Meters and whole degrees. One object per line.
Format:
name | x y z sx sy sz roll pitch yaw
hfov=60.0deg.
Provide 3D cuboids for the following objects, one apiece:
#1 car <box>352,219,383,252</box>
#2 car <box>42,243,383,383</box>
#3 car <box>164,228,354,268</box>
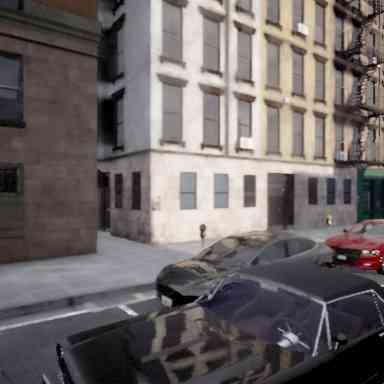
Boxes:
car | 5.955 1.548 10.444 4.507 1.381 1.887 0 0 -36
car | 0.957 1.603 3.753 4.718 1.301 1.895 0 0 -36
car | 1.335 1.569 7.143 4.313 1.339 1.947 0 0 -36
